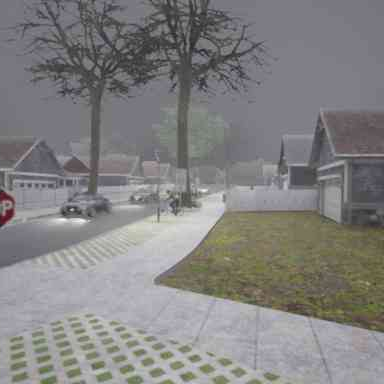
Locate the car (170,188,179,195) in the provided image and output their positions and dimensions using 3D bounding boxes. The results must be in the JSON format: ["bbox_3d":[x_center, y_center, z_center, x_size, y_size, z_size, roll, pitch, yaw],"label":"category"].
[{"bbox_3d":[-1.940,-0.174,49.749,1.994,1.385,4.181,1,2,10],"label":"car"}]

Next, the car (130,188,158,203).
[{"bbox_3d":[-4.826,0.309,33.928,2.128,1.511,4.902,1,2,10],"label":"car"}]

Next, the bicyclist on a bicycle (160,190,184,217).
[{"bbox_3d":[-1.295,0.697,20.262,1.656,1.620,0.582,1,2,10],"label":"bicyclist on a bicycle"}]

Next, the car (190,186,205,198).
[{"bbox_3d":[0.153,0.040,45.461,1.895,1.301,4.718,1,2,10],"label":"car"}]

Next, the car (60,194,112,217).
[{"bbox_3d":[-6.932,0.826,22.112,1.994,1.385,4.181,1,2,10],"label":"car"}]

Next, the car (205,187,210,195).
[{"bbox_3d":[1.837,-0.287,55.324,1.895,1.301,4.718,1,2,10],"label":"car"}]
